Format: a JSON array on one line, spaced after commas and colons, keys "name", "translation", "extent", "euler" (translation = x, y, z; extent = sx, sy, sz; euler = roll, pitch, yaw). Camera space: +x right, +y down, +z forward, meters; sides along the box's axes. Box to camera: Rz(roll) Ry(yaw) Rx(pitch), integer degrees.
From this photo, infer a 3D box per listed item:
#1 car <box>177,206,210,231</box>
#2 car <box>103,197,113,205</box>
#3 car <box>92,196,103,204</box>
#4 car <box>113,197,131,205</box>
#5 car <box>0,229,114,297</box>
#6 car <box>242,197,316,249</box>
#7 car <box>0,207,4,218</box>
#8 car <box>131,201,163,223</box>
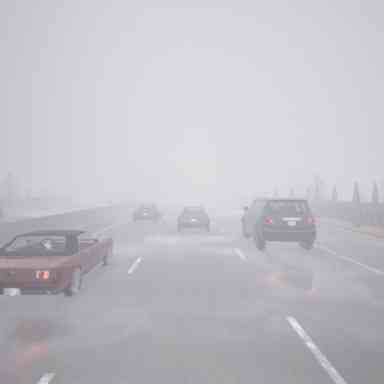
[{"name": "car", "translation": [0.099, 1.580, 20.891], "extent": [1.994, 1.385, 4.181], "euler": [0, 0, 0]}, {"name": "car", "translation": [-14.842, 1.627, 62.050], "extent": [1.882, 1.535, 5.008], "euler": [0, 0, -6]}, {"name": "car", "translation": [-19.688, 1.553, 69.674], "extent": [2.097, 1.767, 4.553], "euler": [0, 0, -13]}, {"name": "car", "translation": [-10.697, 1.666, 52.511], "extent": [1.994, 1.385, 4.181], "euler": [0, 0, -1]}, {"name": "car", "translation": [-3.401, 1.604, 8.541], "extent": [1.895, 1.301, 4.718], "euler": [0, 0, 0]}, {"name": "car", "translation": [3.599, 1.229, 14.676], "extent": [2.150, 2.045, 5.566], "euler": [0, 0, 0]}, {"name": "car", "translation": [-17.595, 1.592, 27.739], "extent": [1.994, 1.385, 4.181], "euler": [0, 0, 0]}, {"name": "car", "translation": [-3.399, 1.588, 26.071], "extent": [1.994, 1.385, 4.181], "euler": [0, 0, 0]}]
